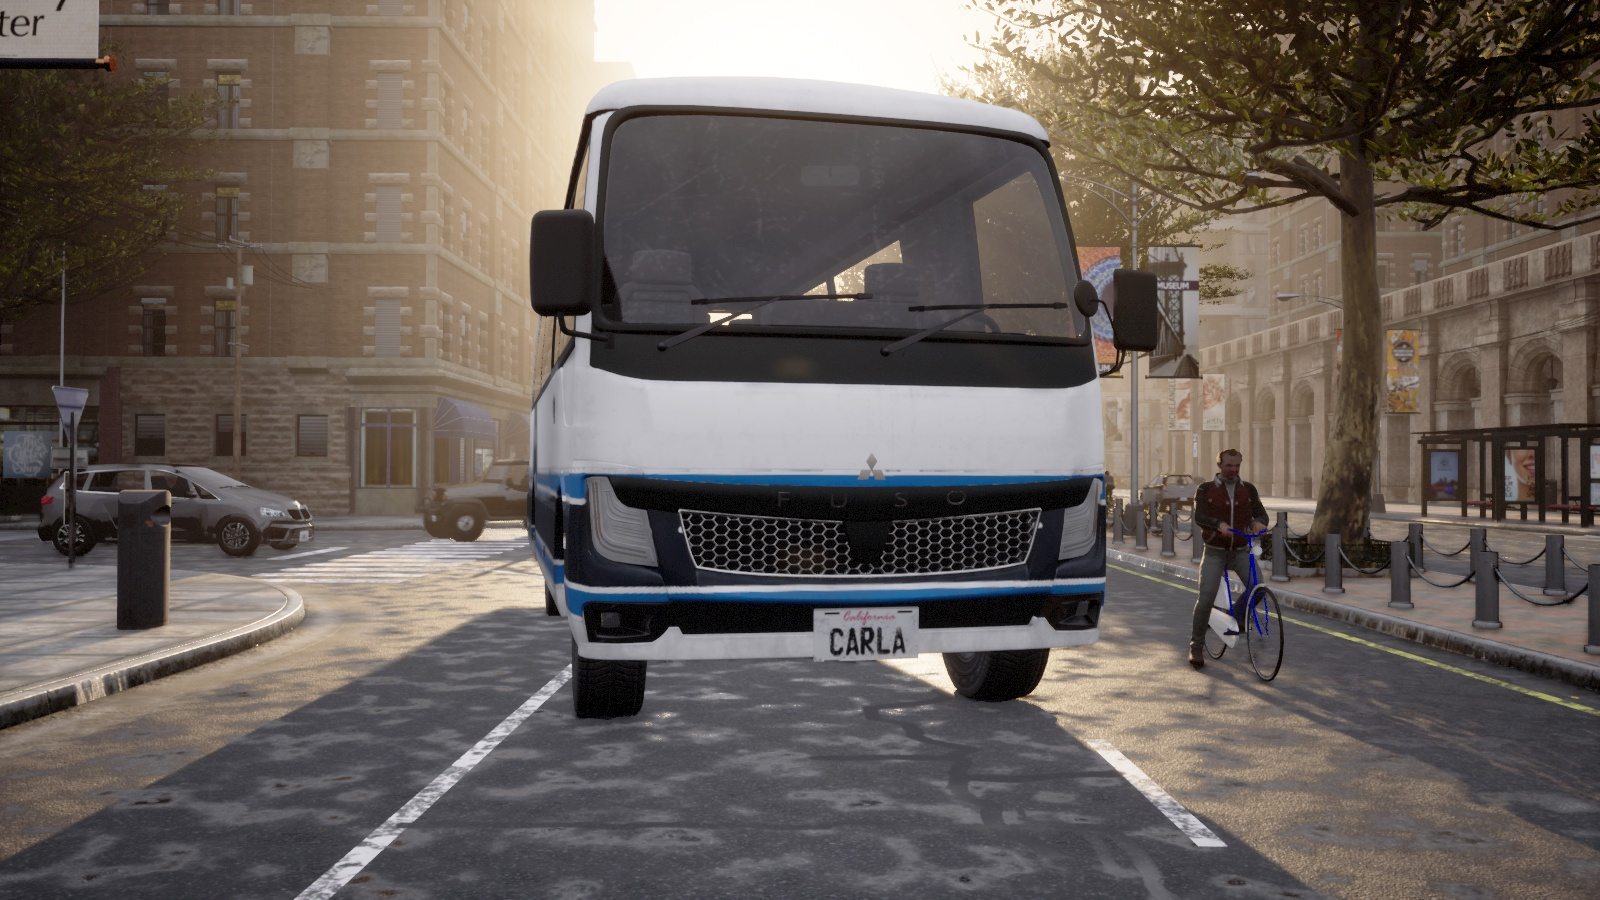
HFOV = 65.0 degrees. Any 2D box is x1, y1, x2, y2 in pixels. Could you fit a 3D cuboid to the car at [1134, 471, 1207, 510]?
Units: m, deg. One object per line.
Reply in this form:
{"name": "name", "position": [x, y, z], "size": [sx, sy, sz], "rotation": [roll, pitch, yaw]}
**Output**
{"name": "car", "position": [14.875, 1.617, 50.596], "size": [1.845, 1.501, 3.633], "rotation": [0, -1, 0]}

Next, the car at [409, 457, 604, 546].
{"name": "car", "position": [-6.597, 1.111, 28.333], "size": [3.866, 1.878, 1.905], "rotation": [0, -1, -32]}

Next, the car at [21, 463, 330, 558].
{"name": "car", "position": [-11.479, 1.096, 23.356], "size": [4.611, 1.667, 2.242], "rotation": [0, -1, 0]}

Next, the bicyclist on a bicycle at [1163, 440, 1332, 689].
{"name": "bicyclist on a bicycle", "position": [3.475, 0.838, 9.929], "size": [0.659, 1.776, 1.843], "rotation": [0, -1, 0]}

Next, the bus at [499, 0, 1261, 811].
{"name": "bus", "position": [-0.664, -0.370, 11.292], "size": [3.944, 4.253, 10.273], "rotation": [0, -1, -14]}
